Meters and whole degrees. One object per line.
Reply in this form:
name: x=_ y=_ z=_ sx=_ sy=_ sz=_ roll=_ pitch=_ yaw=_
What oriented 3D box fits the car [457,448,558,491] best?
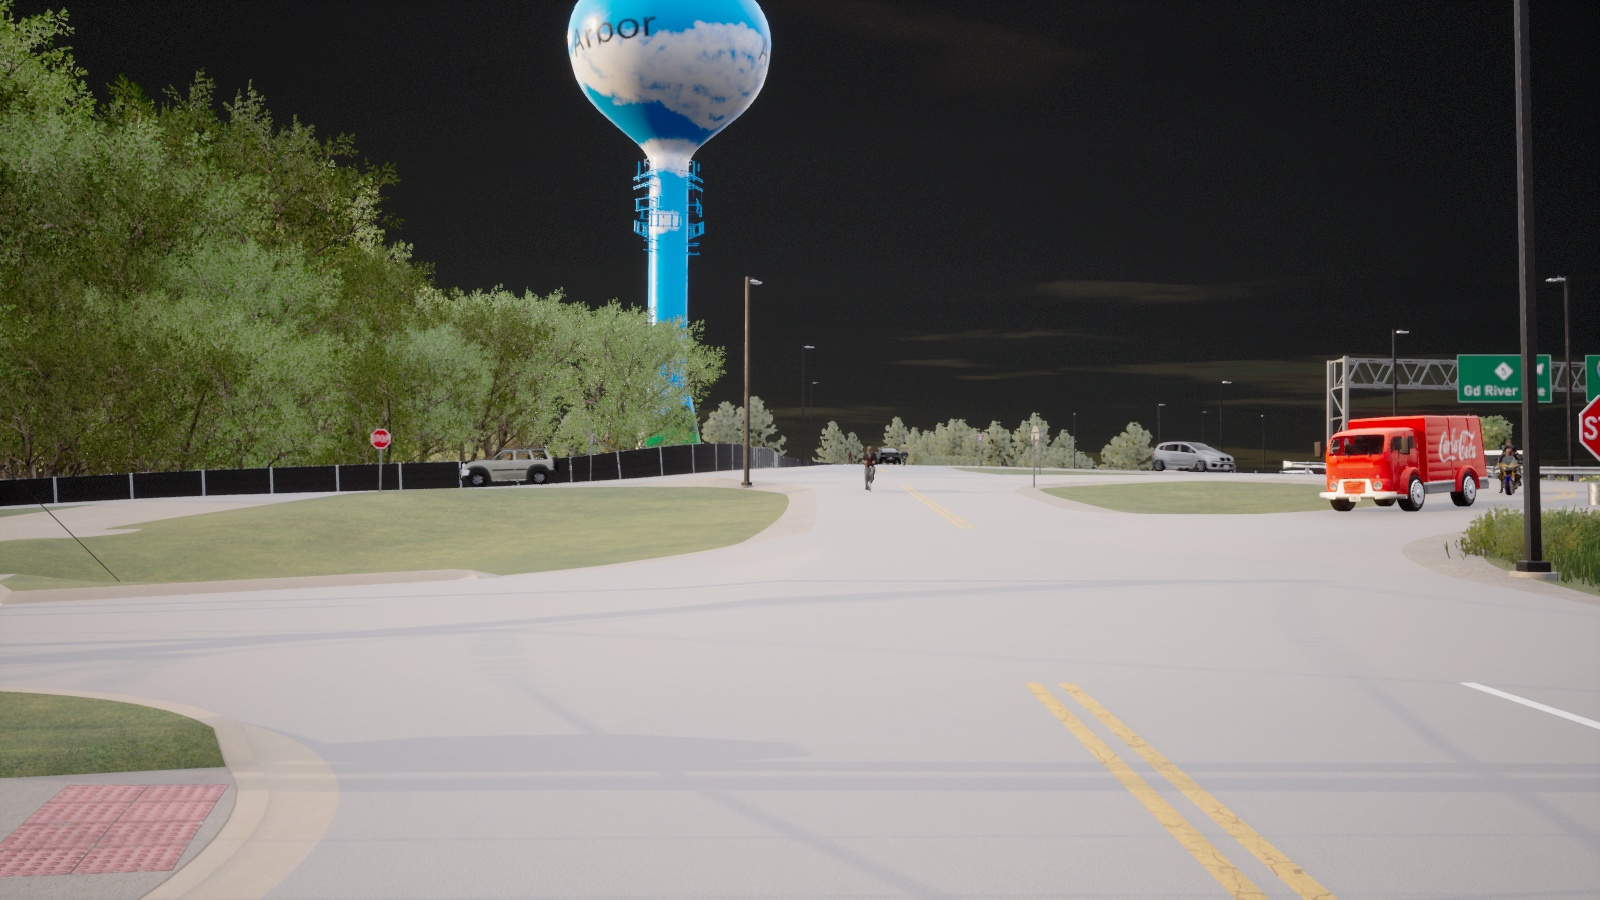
car: x=-14.023 y=0.945 z=60.448 sx=4.605 sy=1.855 sz=1.932 roll=-2 pitch=-2 yaw=-11

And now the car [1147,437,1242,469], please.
car: x=21.441 y=0.145 z=68.398 sx=2.242 sy=1.667 sz=4.611 roll=1 pitch=0 yaw=-31

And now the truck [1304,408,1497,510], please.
truck: x=16.208 y=0.214 z=33.788 sx=5.204 sy=2.467 sz=2.627 roll=-2 pitch=-1 yaw=-39

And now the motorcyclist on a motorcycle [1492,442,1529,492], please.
motorcyclist on a motorcycle: x=22.651 y=0.521 z=40.037 sx=0.866 sy=1.530 sz=2.191 roll=-2 pitch=0 yaw=33
